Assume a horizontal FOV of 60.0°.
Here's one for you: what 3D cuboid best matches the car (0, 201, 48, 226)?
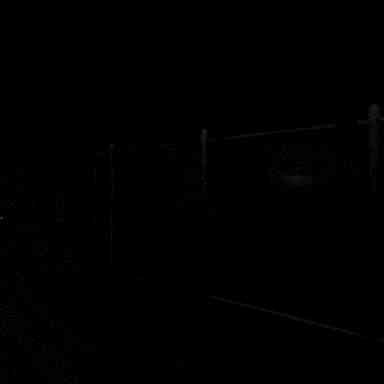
[{"bbox_3d":[-11.166,1.324,21.856,1.882,1.535,5.008,0,0,-3],"label":"car"}]
